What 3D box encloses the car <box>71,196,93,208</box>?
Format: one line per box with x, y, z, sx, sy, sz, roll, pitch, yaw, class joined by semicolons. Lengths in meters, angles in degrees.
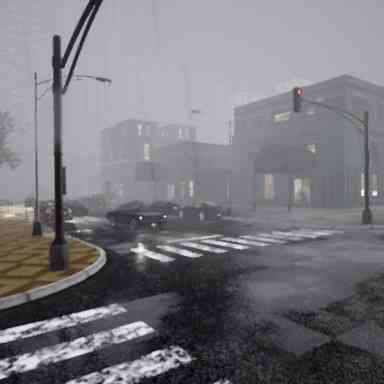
-15.865;1.334;47.799;1.967;1.590;4.097;-1;0;-35;car

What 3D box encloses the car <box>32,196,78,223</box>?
-10.236;1.336;24.674;1.967;1.590;4.097;-1;0;-35;car

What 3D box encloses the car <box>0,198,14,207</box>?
-29.020;1.565;51.970;1.752;1.417;4.829;-1;0;-35;car

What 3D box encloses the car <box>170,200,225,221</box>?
0.591;1.319;24.226;2.008;1.369;4.403;-1;0;-35;car

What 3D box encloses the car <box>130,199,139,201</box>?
-5.658;1.397;33.232;1.802;1.307;4.206;-1;0;-35;car

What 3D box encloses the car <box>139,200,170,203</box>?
-2.534;1.357;28.730;1.947;1.339;4.313;-1;0;-35;car

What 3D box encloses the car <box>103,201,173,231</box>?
-3.275;1.430;19.420;1.895;1.301;4.718;-1;0;-35;car

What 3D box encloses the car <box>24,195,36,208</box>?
-22.718;1.505;47.612;1.837;1.490;4.892;-1;0;-35;car

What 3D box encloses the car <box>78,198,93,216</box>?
-11.051;1.488;30.630;1.895;1.301;4.718;-1;0;-35;car

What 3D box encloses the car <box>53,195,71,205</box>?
-22.235;1.384;56.889;1.967;1.590;4.097;-1;0;-35;car

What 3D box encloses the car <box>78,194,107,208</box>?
-12.674;1.184;43.256;2.192;1.841;5.009;-1;0;-35;car

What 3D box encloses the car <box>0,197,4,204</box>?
-38.609;1.680;65.792;1.947;1.339;4.313;-1;0;-35;car

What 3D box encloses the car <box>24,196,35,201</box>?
-41.221;1.644;84.253;2.008;1.369;4.403;-1;0;-35;car
